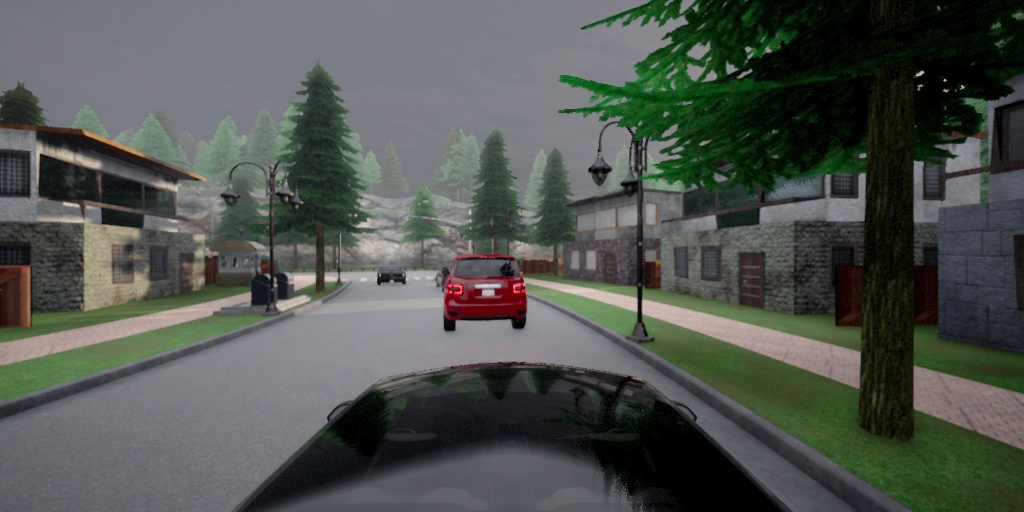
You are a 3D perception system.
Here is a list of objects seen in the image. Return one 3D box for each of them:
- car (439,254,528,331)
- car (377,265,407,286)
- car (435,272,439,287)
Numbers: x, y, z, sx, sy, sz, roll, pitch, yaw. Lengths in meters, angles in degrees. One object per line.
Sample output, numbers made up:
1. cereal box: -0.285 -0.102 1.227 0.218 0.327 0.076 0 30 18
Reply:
1. car: -0.969 0.958 11.128 2.150 2.045 5.566 0 0 -9
2. car: -8.449 1.317 25.130 1.895 1.301 4.718 0 0 -19
3. car: -3.402 1.269 21.308 2.033 1.411 5.357 0 0 -18
